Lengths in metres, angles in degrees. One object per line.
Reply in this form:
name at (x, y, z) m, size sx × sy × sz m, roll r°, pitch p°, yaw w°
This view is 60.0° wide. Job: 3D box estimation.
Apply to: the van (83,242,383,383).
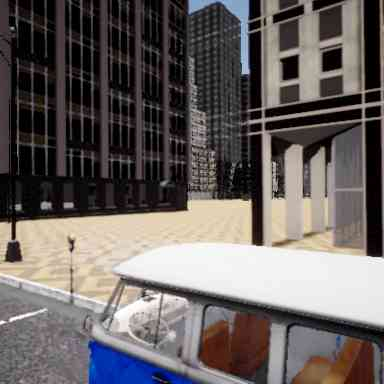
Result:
van at (0.988, 1.344, 2.172) m, size 3.998 × 1.788 × 1.690 m, roll -1°, pitch 0°, yaw 35°
